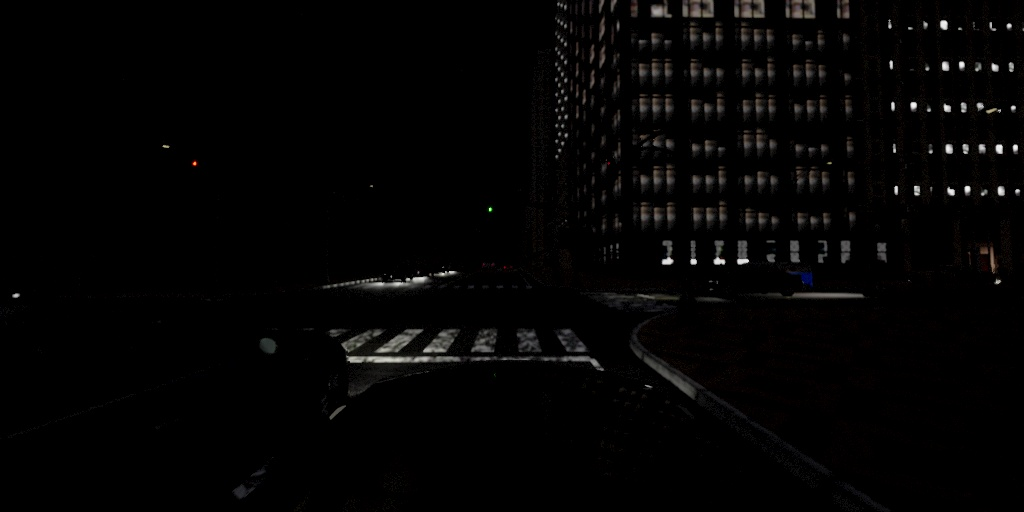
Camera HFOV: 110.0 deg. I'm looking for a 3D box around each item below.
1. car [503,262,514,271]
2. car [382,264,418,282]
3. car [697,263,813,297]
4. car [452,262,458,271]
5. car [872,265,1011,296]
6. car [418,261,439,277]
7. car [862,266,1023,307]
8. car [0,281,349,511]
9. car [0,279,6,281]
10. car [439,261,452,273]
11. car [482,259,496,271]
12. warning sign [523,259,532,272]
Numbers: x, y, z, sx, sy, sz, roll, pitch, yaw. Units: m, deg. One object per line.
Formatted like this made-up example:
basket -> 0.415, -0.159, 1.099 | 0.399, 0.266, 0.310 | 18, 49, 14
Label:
car -> -0.627, 1.937, 61.727 | 1.895, 1.301, 4.718 | 0, -1, 0
car -> -10.229, 1.519, 32.482 | 1.837, 1.490, 4.892 | 0, -1, -2
car -> 12.436, 1.309, 18.910 | 5.008, 1.535, 1.882 | 0, -2, 0
car -> -10.534, 1.837, 62.204 | 2.128, 1.511, 4.902 | 0, -1, 0
car -> 22.750, 1.270, 19.158 | 4.902, 1.511, 2.128 | 0, -2, -1
car -> -10.331, 1.600, 41.944 | 2.128, 1.511, 4.902 | 0, -1, -1
car -> 16.190, 1.147, 13.557 | 4.829, 1.417, 1.751 | 0, 0, -1
car -> -3.152, 1.110, 2.831 | 2.097, 1.767, 4.553 | 0, -1, -1
car -> -22.662, 1.484, 14.903 | 4.181, 1.385, 1.994 | 0, -2, -1
car -> -10.446, 1.570, 51.819 | 2.097, 1.767, 4.553 | 0, -1, -1
car -> -3.977, 1.560, 61.812 | 2.150, 2.045, 5.566 | 0, -1, -1
warning sign -> 2.264, 1.313, 50.345 | 1.300, 1.860, 1.060 | 0, 0, -1
